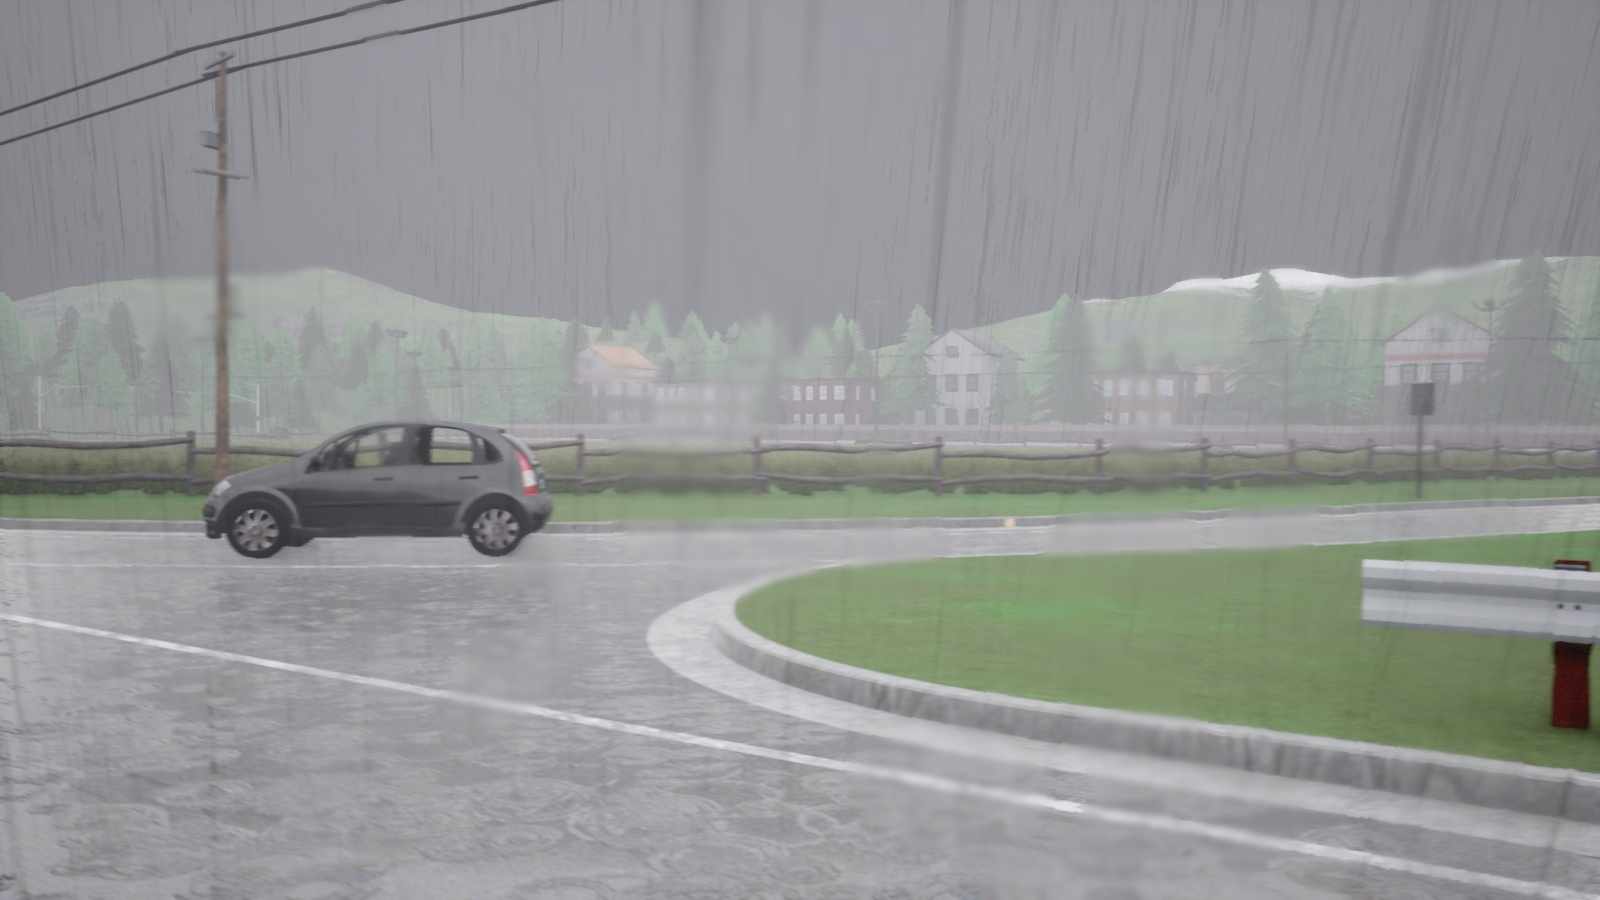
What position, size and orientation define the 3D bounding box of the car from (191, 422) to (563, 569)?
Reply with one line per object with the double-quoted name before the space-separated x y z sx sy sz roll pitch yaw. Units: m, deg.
"car" -4.964 0.496 15.274 3.988 1.617 1.851 -1 1 -8
